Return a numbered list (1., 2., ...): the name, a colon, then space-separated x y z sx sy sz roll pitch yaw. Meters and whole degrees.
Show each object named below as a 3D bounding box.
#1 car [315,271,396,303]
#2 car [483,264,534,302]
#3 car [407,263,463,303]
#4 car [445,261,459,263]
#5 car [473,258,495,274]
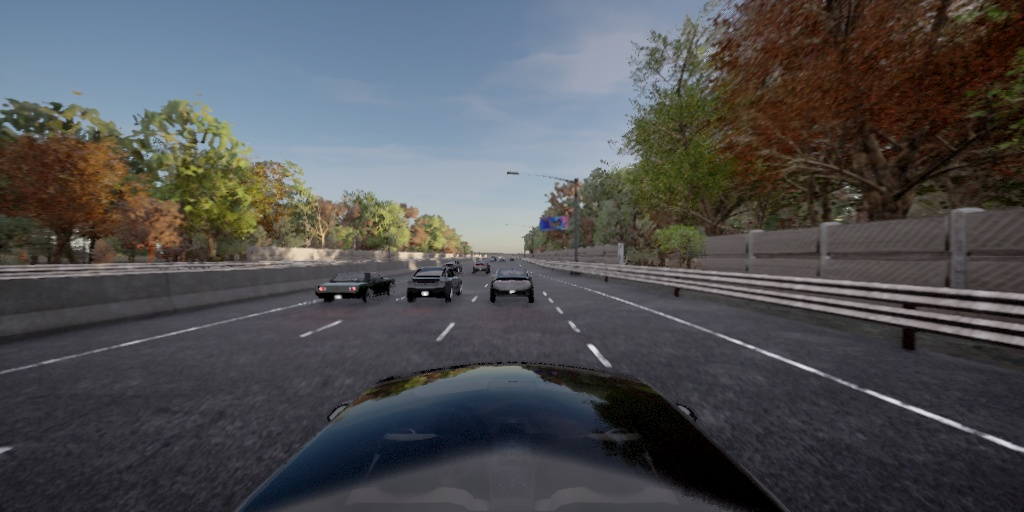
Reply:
1. car: -6.998 1.360 16.671 1.895 1.301 4.718 0 0 0
2. car: -0.001 1.251 16.971 2.128 1.511 4.902 0 0 0
3. car: -3.501 1.266 16.853 1.837 1.490 4.892 0 0 0
4. car: -6.997 1.281 42.262 1.837 1.490 4.892 0 0 0
5. car: -3.499 1.266 42.061 2.128 1.511 4.902 0 0 0
